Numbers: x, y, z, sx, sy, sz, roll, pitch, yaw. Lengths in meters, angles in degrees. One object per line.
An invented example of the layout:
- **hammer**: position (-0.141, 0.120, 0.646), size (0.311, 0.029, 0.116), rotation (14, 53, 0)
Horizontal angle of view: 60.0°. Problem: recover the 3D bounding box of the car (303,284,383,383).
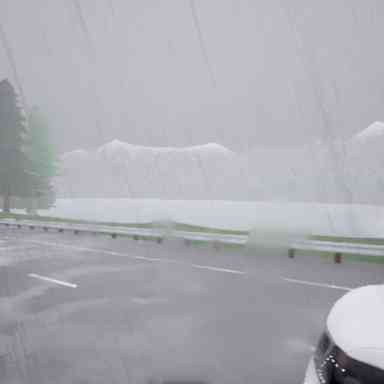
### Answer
- **car**: position (3.431, 1.215, 1.544), size (5.566, 2.045, 2.150), rotation (0, 0, 36)
